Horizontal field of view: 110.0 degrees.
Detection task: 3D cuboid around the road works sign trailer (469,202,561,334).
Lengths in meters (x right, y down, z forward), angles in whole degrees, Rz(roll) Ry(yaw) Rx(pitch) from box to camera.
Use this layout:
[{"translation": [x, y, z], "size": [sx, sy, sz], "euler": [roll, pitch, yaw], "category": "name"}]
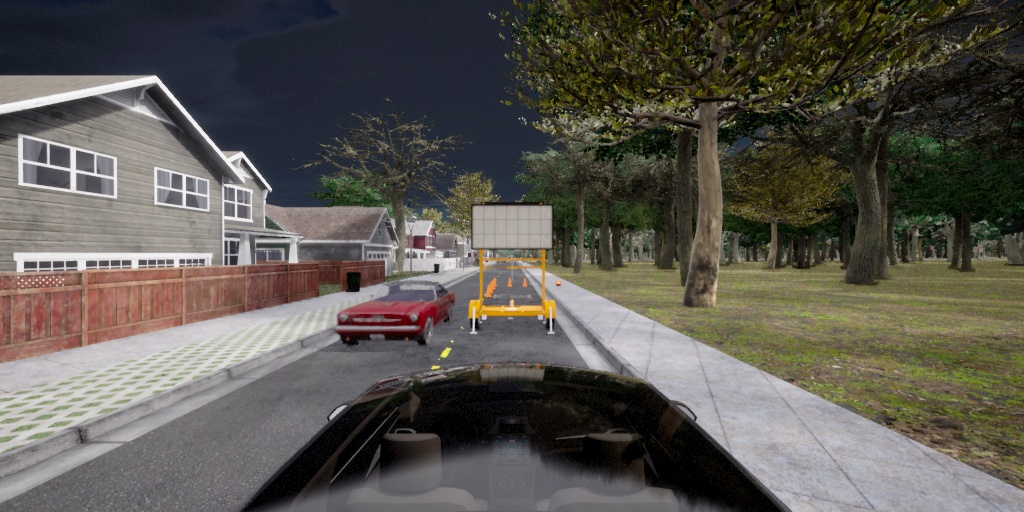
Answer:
[{"translation": [0.011, 0.214, 10.620], "size": [2.380, 3.560, 2.880], "euler": [0, 0, 0], "category": "road works sign trailer"}]
